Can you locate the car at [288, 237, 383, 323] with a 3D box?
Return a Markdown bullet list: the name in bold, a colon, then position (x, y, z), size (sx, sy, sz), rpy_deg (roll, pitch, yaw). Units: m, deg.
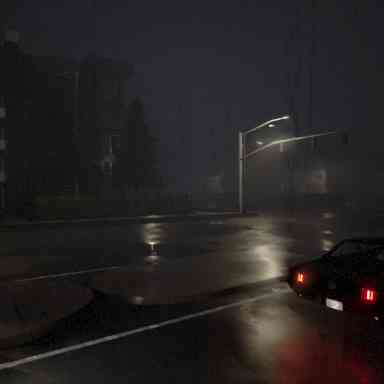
- **car**: position (4.205, 1.601, 6.863), size (4.718, 1.301, 1.895), rpy_deg (0, 0, -35)
